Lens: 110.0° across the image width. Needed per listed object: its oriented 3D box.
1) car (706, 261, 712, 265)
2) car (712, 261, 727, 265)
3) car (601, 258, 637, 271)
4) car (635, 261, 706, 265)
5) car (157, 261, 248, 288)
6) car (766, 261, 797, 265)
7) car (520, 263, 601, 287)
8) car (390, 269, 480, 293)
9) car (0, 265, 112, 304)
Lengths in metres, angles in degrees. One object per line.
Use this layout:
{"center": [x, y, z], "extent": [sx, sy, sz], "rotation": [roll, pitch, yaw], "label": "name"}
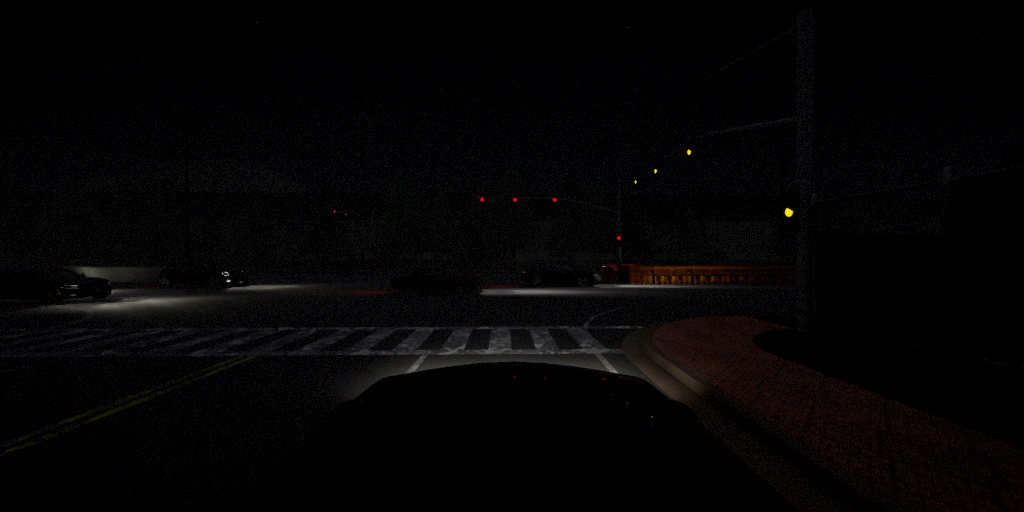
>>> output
{"center": [16.349, 1.276, 34.779], "extent": [4.674, 1.442, 1.812], "rotation": [0, 0, -2], "label": "car"}
{"center": [20.532, 1.255, 38.413], "extent": [4.892, 1.490, 1.837], "rotation": [0, 0, -2], "label": "car"}
{"center": [11.415, 1.102, 38.128], "extent": [4.553, 1.767, 2.097], "rotation": [0, 0, -2], "label": "car"}
{"center": [13.705, 1.255, 31.196], "extent": [4.892, 1.490, 1.837], "rotation": [0, 0, -2], "label": "car"}
{"center": [-19.652, 1.101, 22.950], "extent": [4.553, 1.767, 2.097], "rotation": [0, 0, -2], "label": "car"}
{"center": [22.960, 1.351, 31.485], "extent": [4.718, 1.301, 1.895], "rotation": [0, 0, -2], "label": "car"}
{"center": [2.964, 1.242, 23.657], "extent": [4.902, 1.511, 2.128], "rotation": [0, 0, -2], "label": "car"}
{"center": [-4.132, 1.351, 19.934], "extent": [4.718, 1.301, 1.895], "rotation": [0, 0, -2], "label": "car"}
{"center": [-20.588, 1.228, 15.684], "extent": [5.008, 1.535, 1.882], "rotation": [0, 0, 2], "label": "car"}
